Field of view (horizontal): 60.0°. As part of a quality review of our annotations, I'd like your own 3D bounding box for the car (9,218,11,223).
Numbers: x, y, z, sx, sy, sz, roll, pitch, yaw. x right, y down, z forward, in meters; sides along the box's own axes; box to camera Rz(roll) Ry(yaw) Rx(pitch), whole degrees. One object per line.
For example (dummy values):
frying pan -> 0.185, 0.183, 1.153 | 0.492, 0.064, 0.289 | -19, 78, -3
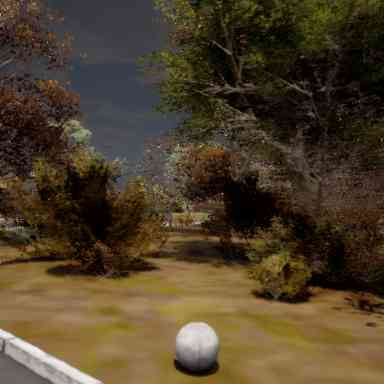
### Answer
car -> -17.899, 3.027, 34.033 | 1.895, 1.301, 4.718 | -1, -4, 35
